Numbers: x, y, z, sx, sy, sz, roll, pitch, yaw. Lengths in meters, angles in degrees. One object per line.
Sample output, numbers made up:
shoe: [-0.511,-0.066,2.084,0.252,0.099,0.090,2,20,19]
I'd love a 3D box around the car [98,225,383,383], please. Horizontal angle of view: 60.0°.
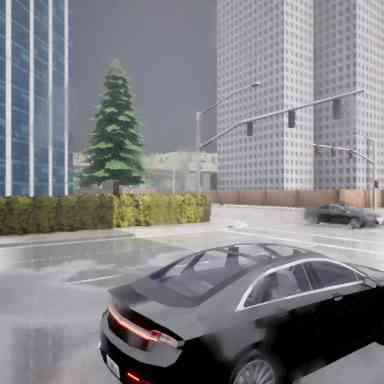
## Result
car: [1.207,1.492,4.667,4.902,1.511,2.128,0,0,-35]

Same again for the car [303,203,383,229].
car: [9.459,1.491,21.136,2.128,1.511,4.902,0,0,-35]
